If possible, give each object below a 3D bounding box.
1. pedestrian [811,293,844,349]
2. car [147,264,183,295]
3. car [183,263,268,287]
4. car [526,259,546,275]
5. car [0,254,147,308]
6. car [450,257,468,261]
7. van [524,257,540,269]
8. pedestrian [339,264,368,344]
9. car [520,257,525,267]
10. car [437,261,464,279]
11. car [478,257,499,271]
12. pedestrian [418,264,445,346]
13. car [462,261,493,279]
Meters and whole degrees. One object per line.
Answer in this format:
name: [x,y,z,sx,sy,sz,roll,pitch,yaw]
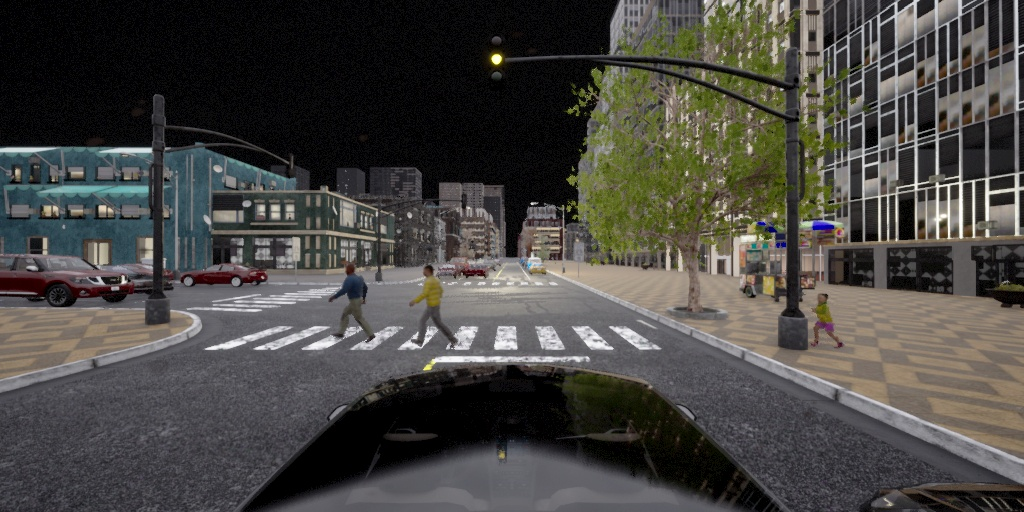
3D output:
pedestrian: [6.161,1.272,7.037,0.500,1.100,0.500,0,0,0]
car: [-18.228,1.082,15.751,5.357,1.411,2.033,1,0,-1]
car: [-17.262,1.121,21.552,4.507,1.381,1.888,0,0,-1]
car: [2.718,1.278,38.270,1.751,1.417,4.829,0,0,0]
car: [-17.150,0.849,13.173,5.009,1.841,2.192,0,0,-1]
car: [-5.662,1.067,38.104,2.192,1.841,5.009,0,0,0]
van: [2.722,1.094,43.651,1.690,1.789,3.998,0,0,0]
pedestrian: [-3.639,1.044,8.245,0.375,1.860,0.375,0,0,0]
car: [2.730,1.305,54.753,2.007,1.370,4.403,0,0,0]
car: [-5.666,1.334,32.553,1.802,1.307,4.207,0,0,0]
car: [-3.058,1.259,47.694,1.837,1.490,4.892,0,0,0]
pedestrian: [-1.741,1.044,7.758,0.375,1.860,0.375,0,0,0]
car: [-3.075,1.353,32.417,1.895,1.301,4.718,0,0,0]
